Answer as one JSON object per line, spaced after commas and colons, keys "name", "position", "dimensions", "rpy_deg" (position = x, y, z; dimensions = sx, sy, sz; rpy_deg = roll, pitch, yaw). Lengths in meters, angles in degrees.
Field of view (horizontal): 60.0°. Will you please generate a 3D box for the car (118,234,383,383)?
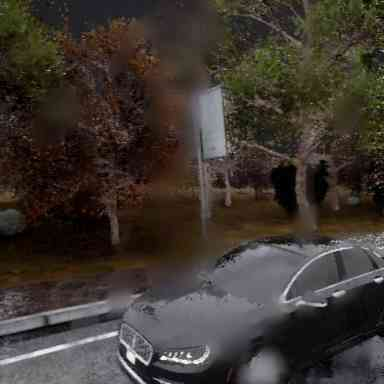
{"name": "car", "position": [1.365, 1.455, 4.845], "dimensions": [4.892, 1.490, 1.837], "rpy_deg": [0, 1, -34]}
